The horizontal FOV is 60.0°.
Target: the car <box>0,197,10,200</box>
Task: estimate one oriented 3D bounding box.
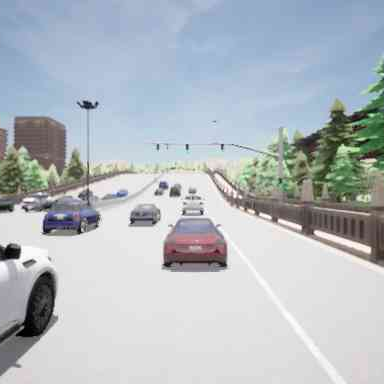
[{"bbox_3d":[-21.133,1.381,35.659,2.097,1.767,4.553,0,0,2],"label":"car"}]

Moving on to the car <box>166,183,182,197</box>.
[{"bbox_3d":[-3.419,-0.213,67.447,2.150,2.045,5.566,0,6,0],"label":"car"}]

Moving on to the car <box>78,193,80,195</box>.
[{"bbox_3d":[-20.986,1.158,55.331,2.033,1.411,5.357,0,3,0],"label":"car"}]

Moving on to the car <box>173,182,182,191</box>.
[{"bbox_3d":[-3.362,-1.319,77.876,1.837,1.490,4.892,0,7,0],"label":"car"}]

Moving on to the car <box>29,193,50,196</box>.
[{"bbox_3d":[-21.020,1.215,45.224,2.150,2.045,5.566,0,1,1],"label":"car"}]

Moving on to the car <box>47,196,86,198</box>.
[{"bbox_3d":[-14.070,1.503,37.514,1.882,1.535,5.008,0,0,0],"label":"car"}]

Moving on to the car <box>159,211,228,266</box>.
[{"bbox_3d":[0.099,1.574,11.540,1.994,1.385,4.181,0,0,0],"label":"car"}]

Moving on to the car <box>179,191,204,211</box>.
[{"bbox_3d":[0.099,1.248,34.887,2.150,2.045,5.566,0,0,0],"label":"car"}]

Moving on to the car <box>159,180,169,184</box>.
[{"bbox_3d":[-6.848,-1.804,80.400,2.150,2.045,5.566,0,7,0],"label":"car"}]

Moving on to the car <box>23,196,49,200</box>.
[{"bbox_3d":[-17.560,1.517,38.566,2.128,1.511,4.902,0,0,0],"label":"car"}]

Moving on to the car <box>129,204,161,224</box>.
[{"bbox_3d":[-3.402,1.569,24.849,2.033,1.411,5.357,0,0,0],"label":"car"}]

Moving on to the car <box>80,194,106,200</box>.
[{"bbox_3d":[-14.026,1.489,46.822,1.812,1.442,4.674,0,1,0],"label":"car"}]

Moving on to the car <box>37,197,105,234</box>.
[{"bbox_3d":[-6.902,1.369,19.569,2.097,1.767,4.553,0,0,0],"label":"car"}]

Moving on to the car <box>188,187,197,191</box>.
[{"bbox_3d":[0.096,-0.248,70.322,2.128,1.511,4.902,0,7,0],"label":"car"}]

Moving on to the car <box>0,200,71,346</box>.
[{"bbox_3d":[-3.395,1.226,3.476,2.150,2.045,5.566,0,0,0],"label":"car"}]

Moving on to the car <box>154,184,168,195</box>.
[{"bbox_3d":[-6.905,-0.188,70.049,2.033,1.411,5.357,0,7,0],"label":"car"}]

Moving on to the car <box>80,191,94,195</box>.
[{"bbox_3d":[-17.473,1.062,57.640,1.895,1.301,4.718,0,4,0],"label":"car"}]

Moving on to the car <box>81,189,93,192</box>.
[{"bbox_3d":[-20.929,0.239,65.672,1.882,1.535,5.008,0,6,0],"label":"car"}]

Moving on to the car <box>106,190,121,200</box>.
[{"bbox_3d":[-13.979,1.001,56.692,1.882,1.535,5.008,0,4,0],"label":"car"}]

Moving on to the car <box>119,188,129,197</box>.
[{"bbox_3d":[-13.923,0.115,66.822,1.882,1.535,5.008,0,6,0],"label":"car"}]
